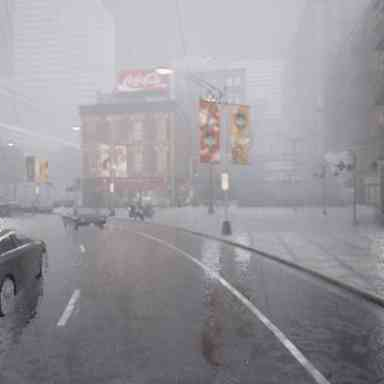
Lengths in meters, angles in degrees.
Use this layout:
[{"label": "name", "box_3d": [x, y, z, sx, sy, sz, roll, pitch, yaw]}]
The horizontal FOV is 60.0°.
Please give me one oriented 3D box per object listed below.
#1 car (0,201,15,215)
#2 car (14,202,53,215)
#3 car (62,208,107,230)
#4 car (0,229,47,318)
[{"label": "car", "box_3d": [-21.430, 1.784, 35.817, 4.892, 1.490, 1.837, -1, -1, 34]}, {"label": "car", "box_3d": [-17.536, 1.838, 37.200, 4.718, 1.301, 1.895, -1, 0, 39]}, {"label": "car", "box_3d": [-7.264, 1.715, 22.053, 1.895, 1.301, 4.718, 0, 0, -33]}, {"label": "car", "box_3d": [-4.554, 1.550, 7.288, 2.128, 1.511, 4.902, 0, 0, -12]}]
